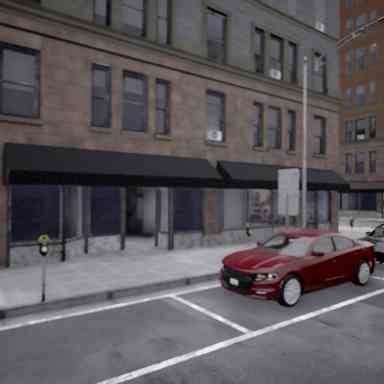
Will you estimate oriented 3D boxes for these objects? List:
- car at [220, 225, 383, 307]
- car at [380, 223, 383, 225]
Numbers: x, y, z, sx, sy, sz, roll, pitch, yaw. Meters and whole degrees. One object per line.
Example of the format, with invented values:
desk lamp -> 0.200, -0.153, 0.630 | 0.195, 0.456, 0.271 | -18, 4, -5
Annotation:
car -> 2.697, 1.611, 8.107 | 4.507, 1.381, 1.887 | 1, 0, -35
car -> 7.185, 1.685, 11.303 | 4.313, 1.339, 1.947 | 1, 0, -35
